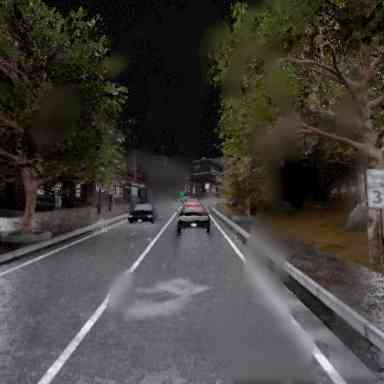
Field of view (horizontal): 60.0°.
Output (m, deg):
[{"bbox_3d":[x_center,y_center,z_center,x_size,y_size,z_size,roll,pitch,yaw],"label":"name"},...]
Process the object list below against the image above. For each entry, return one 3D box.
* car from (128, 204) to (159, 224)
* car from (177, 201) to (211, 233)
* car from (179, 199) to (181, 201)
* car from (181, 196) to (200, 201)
[{"bbox_3d":[-3.598,1.597,25.612,2.033,1.411,5.357,0,0,0],"label":"car"},{"bbox_3d":[0.101,1.531,20.026,2.128,1.511,4.902,0,0,0],"label":"car"},{"bbox_3d":[-1.310,1.647,67.003,1.837,1.490,4.892,-1,0,10],"label":"car"},{"bbox_3d":[0.110,1.425,37.968,2.097,1.767,4.553,0,0,0],"label":"car"}]
